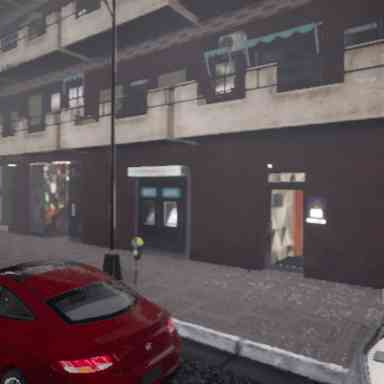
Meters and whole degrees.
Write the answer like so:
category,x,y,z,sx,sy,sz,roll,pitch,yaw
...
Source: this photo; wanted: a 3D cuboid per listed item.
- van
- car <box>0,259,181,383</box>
category,x,y,z,sx,sy,sz,roll,pitch,yaw
van,2.561,1.348,1.033,3.998,1.788,1.690,0,1,36
car,-2.066,1.567,4.337,4.206,1.307,1.802,0,1,36
